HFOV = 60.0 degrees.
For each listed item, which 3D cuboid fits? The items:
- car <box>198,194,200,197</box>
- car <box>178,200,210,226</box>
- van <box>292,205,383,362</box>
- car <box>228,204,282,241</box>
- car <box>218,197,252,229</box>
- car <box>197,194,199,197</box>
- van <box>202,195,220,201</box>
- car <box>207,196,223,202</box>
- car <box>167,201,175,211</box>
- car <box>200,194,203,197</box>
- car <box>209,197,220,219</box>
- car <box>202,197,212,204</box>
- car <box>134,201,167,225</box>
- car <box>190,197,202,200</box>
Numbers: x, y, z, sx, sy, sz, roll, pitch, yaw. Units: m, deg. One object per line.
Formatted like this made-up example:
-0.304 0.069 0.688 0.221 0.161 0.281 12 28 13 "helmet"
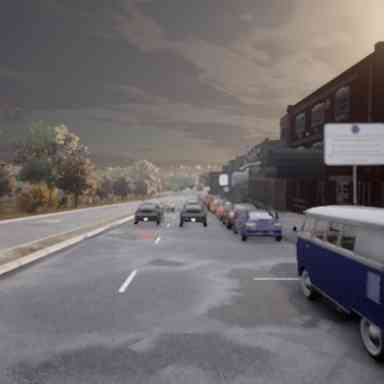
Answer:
3.177 1.766 77.641 2.231 1.521 4.892 0 0 0 "car"
0.085 1.594 24.239 1.837 1.490 4.892 0 0 0 "car"
3.221 1.276 5.938 1.878 1.987 4.442 0 0 0 "van"
3.214 1.582 16.868 2.002 1.452 4.674 0 0 0 "car"
3.210 1.437 22.490 2.185 1.767 4.553 0 0 0 "car"
3.169 1.803 88.882 1.946 1.575 5.366 0 0 0 "car"
3.191 1.459 55.789 1.878 1.987 4.442 0 0 0 "van"
3.201 1.624 39.092 2.097 1.535 5.008 0 0 0 "car"
-3.177 1.757 42.667 1.895 1.301 4.718 0 0 0 "car"
3.188 1.579 61.167 2.185 1.767 4.553 0 0 0 "car"
3.205 1.605 33.566 2.231 1.521 4.892 0 0 0 "car"
3.181 1.785 72.120 2.002 1.452 4.674 0 0 0 "car"
-3.166 1.599 25.164 1.837 1.490 4.892 0 0 0 "car"
0.072 1.685 43.239 1.812 1.442 4.674 0 -1 0 "car"
